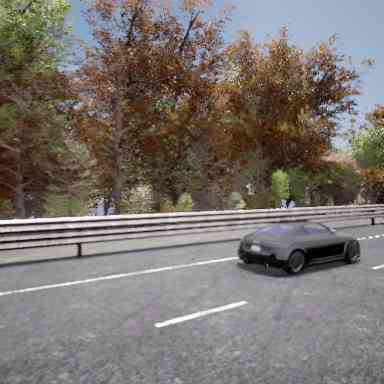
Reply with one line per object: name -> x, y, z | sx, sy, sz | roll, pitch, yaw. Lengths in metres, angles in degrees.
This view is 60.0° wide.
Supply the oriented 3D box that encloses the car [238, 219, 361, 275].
car -> 3.476, 1.569, 10.554 | 4.181, 1.385, 1.994 | 0, 0, -34
